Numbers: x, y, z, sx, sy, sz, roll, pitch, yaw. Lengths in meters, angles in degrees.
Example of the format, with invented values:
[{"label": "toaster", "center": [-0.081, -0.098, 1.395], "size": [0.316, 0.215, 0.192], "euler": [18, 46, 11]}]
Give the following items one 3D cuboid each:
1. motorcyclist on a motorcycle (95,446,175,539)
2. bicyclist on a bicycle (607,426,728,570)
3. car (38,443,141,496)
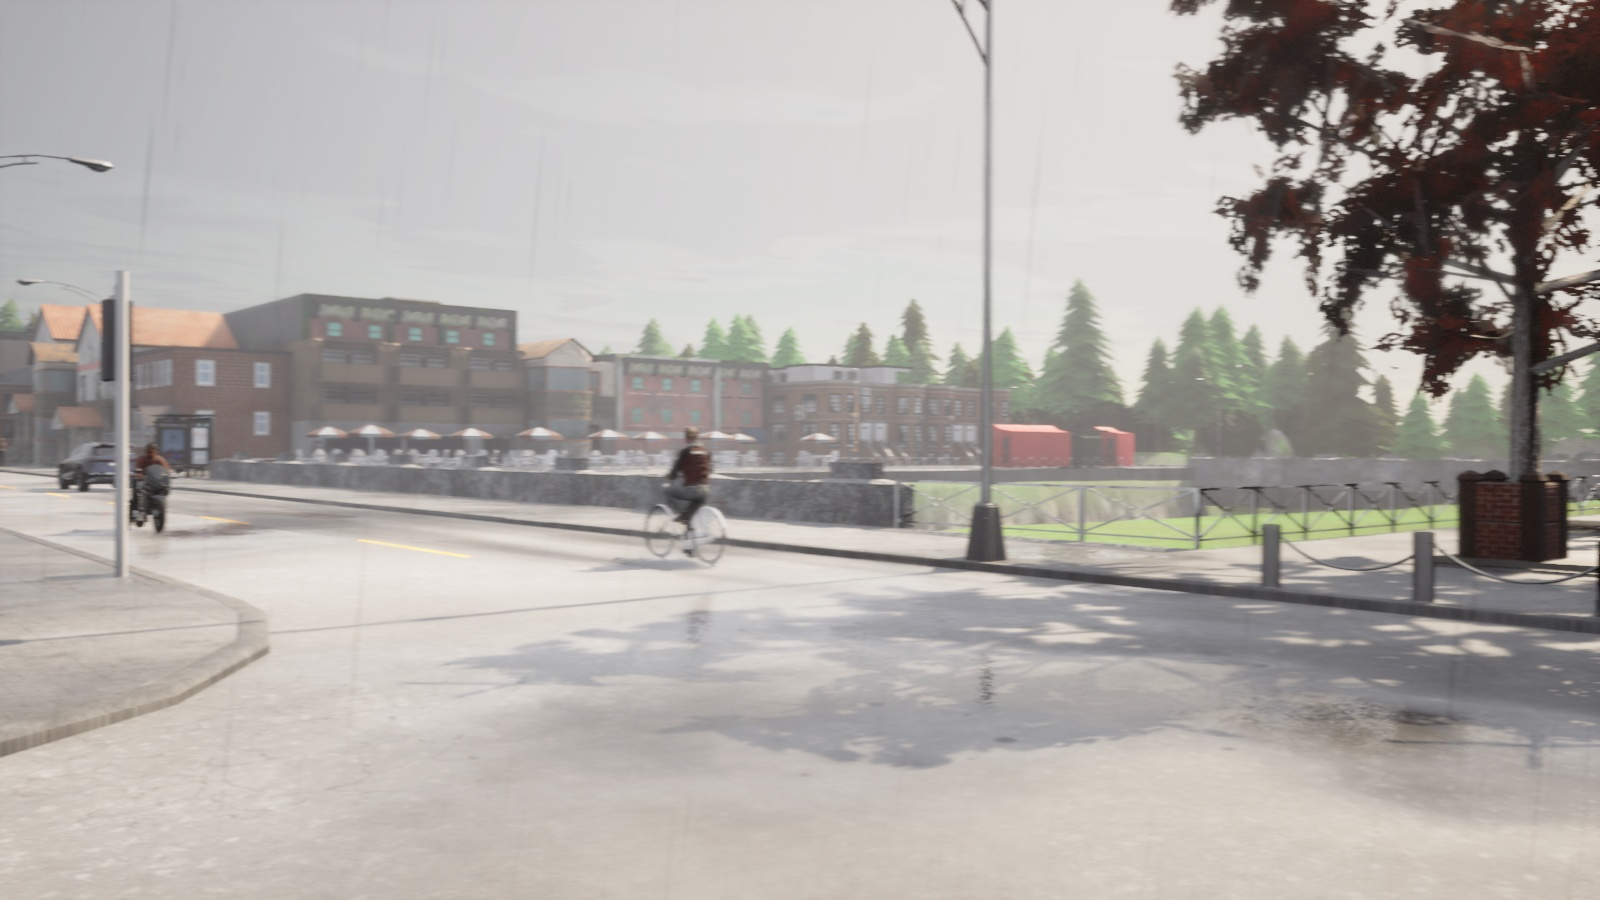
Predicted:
[{"label": "motorcyclist on a motorcycle", "center": [-11.446, 0.692, 21.584], "size": [0.797, 1.523, 2.044], "euler": [0, 0, -40]}, {"label": "bicyclist on a bicycle", "center": [-1.752, 0.591, 16.415], "size": [0.659, 1.776, 1.843], "euler": [0, 0, -40]}, {"label": "car", "center": [-23.552, 0.609, 41.560], "size": [2.033, 1.649, 4.856], "euler": [0, 0, -41]}]
